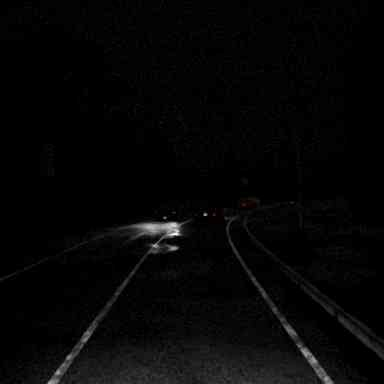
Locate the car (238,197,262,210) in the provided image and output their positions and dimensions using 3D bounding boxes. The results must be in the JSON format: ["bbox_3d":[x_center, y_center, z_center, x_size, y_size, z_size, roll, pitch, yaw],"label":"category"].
[{"bbox_3d":[7.237,1.302,41.186,1.882,1.535,5.008,-3,-1,27],"label":"car"}]

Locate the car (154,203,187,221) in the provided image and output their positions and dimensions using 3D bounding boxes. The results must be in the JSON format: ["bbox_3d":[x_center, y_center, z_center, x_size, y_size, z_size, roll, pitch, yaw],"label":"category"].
[{"bbox_3d":[-1.564,1.615,26.986,1.895,1.301,4.718,-1,0,12],"label":"car"}]

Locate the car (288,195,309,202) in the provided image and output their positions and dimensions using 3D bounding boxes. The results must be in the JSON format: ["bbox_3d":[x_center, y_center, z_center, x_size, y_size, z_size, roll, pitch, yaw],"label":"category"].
[{"bbox_3d":[19.987,1.214,62.548,4.718,1.301,1.895,-2,-3,-41],"label":"car"}]

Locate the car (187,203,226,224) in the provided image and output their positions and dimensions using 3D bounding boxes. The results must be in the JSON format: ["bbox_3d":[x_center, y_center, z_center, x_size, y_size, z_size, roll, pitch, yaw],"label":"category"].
[{"bbox_3d":[1.314,1.501,23.948,2.033,1.411,5.357,-1,0,10],"label":"car"}]
